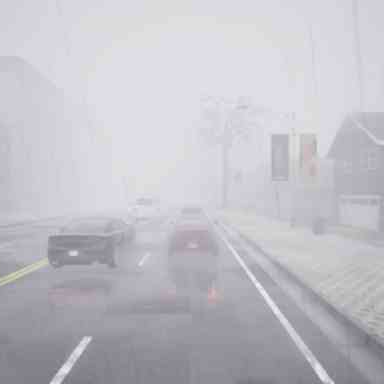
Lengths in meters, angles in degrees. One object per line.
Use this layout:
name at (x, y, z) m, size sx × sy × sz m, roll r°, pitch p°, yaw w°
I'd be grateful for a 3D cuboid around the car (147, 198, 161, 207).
car at (-6.540, 1.841, 58.249) m, size 1.837 × 1.490 × 4.892 m, roll 0°, pitch 0°, yaw 0°

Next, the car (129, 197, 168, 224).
car at (-3.212, 1.384, 26.461) m, size 2.150 × 2.045 × 5.566 m, roll 0°, pitch 0°, yaw 1°

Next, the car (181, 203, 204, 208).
car at (0.059, 1.652, 28.738) m, size 1.882 × 1.535 × 5.008 m, roll 0°, pitch 0°, yaw 0°

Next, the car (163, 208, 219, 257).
car at (0.053, 1.606, 13.264) m, size 1.812 × 1.442 × 4.674 m, roll 0°, pitch 0°, yaw 0°

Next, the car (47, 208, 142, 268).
car at (-3.213, 1.548, 11.590) m, size 1.882 × 1.535 × 5.008 m, roll 0°, pitch 0°, yaw 1°
